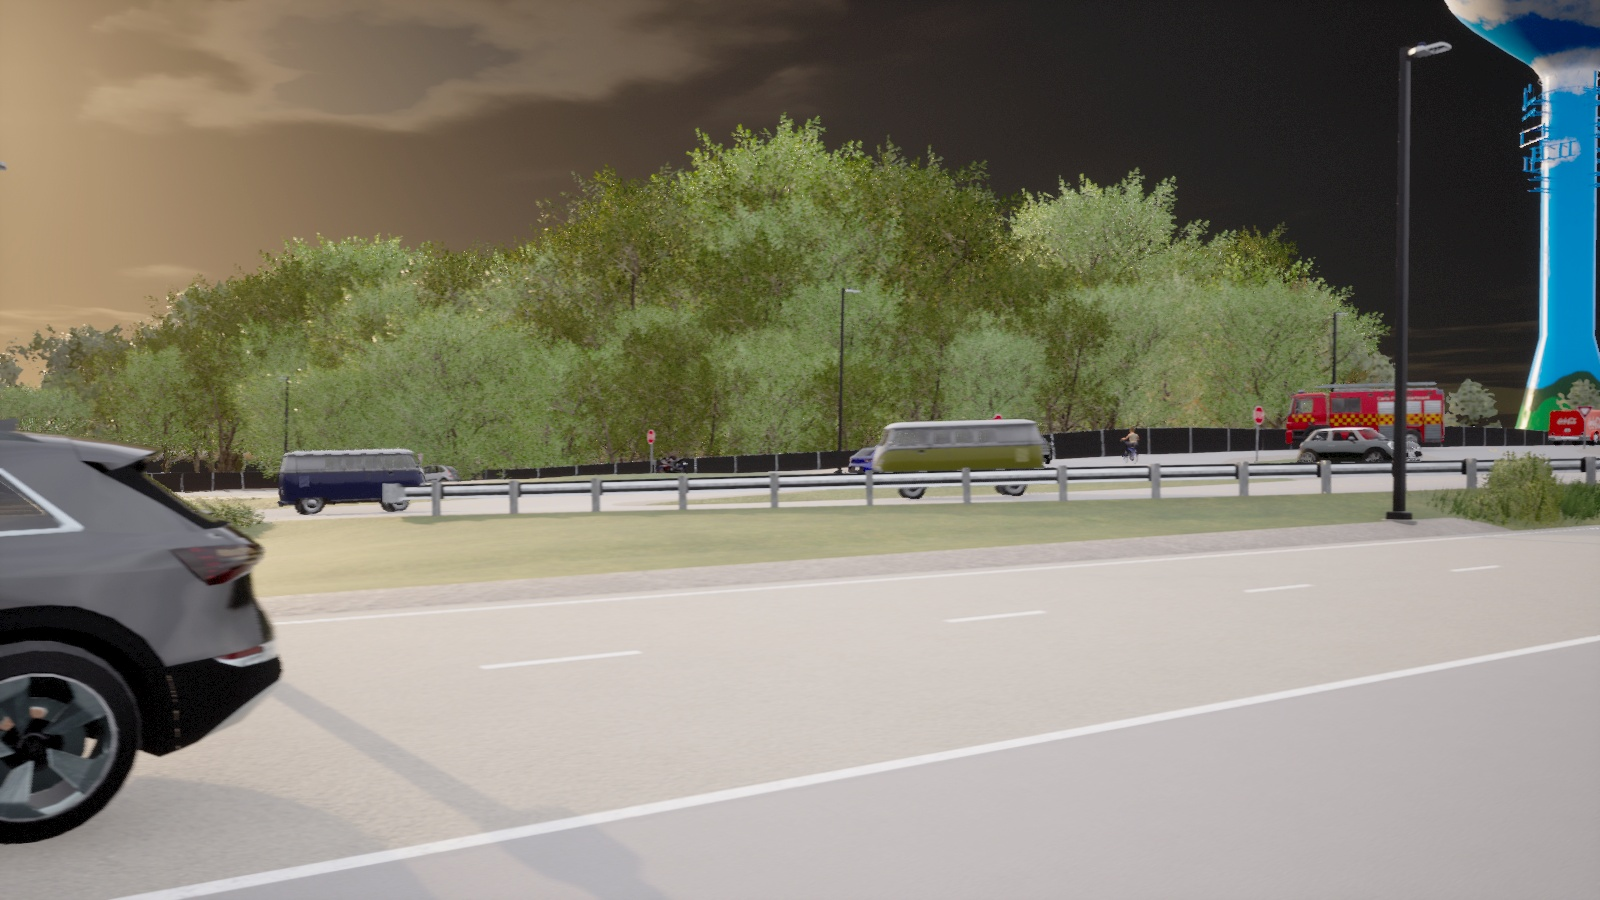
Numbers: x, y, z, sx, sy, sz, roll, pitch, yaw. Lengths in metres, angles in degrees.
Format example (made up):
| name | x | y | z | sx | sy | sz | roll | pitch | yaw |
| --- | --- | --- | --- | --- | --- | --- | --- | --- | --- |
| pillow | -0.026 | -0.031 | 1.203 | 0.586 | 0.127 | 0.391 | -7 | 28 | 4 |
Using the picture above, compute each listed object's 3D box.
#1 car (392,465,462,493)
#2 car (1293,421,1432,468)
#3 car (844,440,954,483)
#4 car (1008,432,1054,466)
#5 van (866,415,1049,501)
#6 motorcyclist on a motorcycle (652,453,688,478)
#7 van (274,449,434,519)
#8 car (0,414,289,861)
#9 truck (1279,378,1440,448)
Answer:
| name | x | y | z | sx | sy | sz | roll | pitch | yaw |
| --- | --- | --- | --- | --- | --- | --- | --- | --- | --- |
| car | -25.122 | 1.950 | 84.648 | 3.988 | 1.617 | 1.851 | -4 | -1 | 6 |
| car | 19.140 | -0.163 | 42.844 | 1.970 | 1.475 | 3.806 | -3 | 1 | -34 |
| car | 4.040 | 0.428 | 51.131 | 4.193 | 1.474 | 1.816 | -4 | 2 | -34 |
| car | 11.097 | -0.075 | 60.475 | 2.033 | 1.411 | 5.357 | -2 | 1 | 9 |
| van | 3.997 | 0.224 | 32.374 | 4.442 | 1.987 | 1.775 | -2 | -1 | 1 |
| motorcyclist on a motorcycle | -8.387 | 0.989 | 81.043 | 2.191 | 1.530 | 0.866 | -3 | -1 | 29 |
| van | -13.841 | 1.030 | 39.016 | 4.442 | 1.987 | 1.775 | -1 | -1 | -29 |
| car | -4.694 | 0.695 | 4.656 | 4.856 | 1.649 | 2.033 | 0 | 0 | -35 |
| truck | 32.807 | -2.081 | 73.859 | 8.468 | 3.827 | 2.891 | -1 | 0 | 24 |
